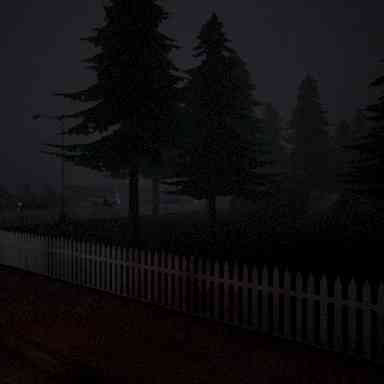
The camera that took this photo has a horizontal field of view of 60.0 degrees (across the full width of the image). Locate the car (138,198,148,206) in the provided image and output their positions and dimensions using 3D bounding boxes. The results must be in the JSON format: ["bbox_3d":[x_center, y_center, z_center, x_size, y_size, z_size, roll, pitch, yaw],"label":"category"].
[{"bbox_3d":[-6.785,1.492,54.088,2.128,1.511,4.902,0,0,35],"label":"car"}]

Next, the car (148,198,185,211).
[{"bbox_3d":[-2.724,1.477,41.094,1.882,1.535,5.008,0,0,34],"label":"car"}]

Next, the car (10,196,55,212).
[{"bbox_3d":[-18.018,1.352,37.625,2.097,1.767,4.553,0,0,34],"label":"car"}]

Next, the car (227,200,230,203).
[{"bbox_3d":[6.850,1.478,61.426,1.882,1.535,5.008,0,0,34],"label":"car"}]

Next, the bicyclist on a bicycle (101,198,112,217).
[{"bbox_3d":[-7.164,1.302,27.830,1.656,1.620,0.582,0,0,34],"label":"bicyclist on a bicycle"}]

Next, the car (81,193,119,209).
[{"bbox_3d":[-12.522,1.222,45.700,2.150,2.045,5.566,0,0,34],"label":"car"}]
